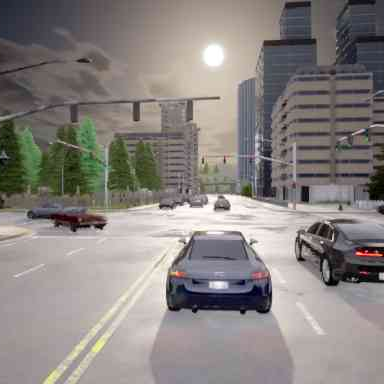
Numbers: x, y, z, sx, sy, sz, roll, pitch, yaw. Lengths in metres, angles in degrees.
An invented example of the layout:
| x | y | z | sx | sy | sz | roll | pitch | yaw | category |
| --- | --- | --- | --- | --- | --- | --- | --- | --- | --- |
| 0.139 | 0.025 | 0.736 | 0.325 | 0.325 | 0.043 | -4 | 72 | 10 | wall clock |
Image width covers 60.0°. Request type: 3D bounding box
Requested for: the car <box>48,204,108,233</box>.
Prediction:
| x | y | z | sx | sy | sz | roll | pitch | yaw | category |
| --- | --- | --- | --- | --- | --- | --- | --- | --- | --- |
| -6.861 | 1.601 | 20.114 | 1.895 | 1.301 | 4.718 | 0 | 0 | -40 | car |

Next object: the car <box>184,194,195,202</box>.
| x | y | z | sx | sy | sz | roll | pitch | yaw | category |
| --- | --- | --- | --- | --- | --- | --- | --- | --- | --- |
| -0.538 | 1.354 | 74.836 | 2.097 | 1.767 | 4.553 | 0 | 0 | 5 | car |

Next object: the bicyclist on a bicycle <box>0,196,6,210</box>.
| x | y | z | sx | sy | sz | roll | pitch | yaw | category |
| --- | --- | --- | --- | --- | --- | --- | --- | --- | --- |
| -22.317 | 1.300 | 38.934 | 0.582 | 1.620 | 1.656 | 0 | 0 | 5 | bicyclist on a bicycle |

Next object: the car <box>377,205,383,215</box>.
| x | y | z | sx | sy | sz | roll | pitch | yaw | category |
| --- | --- | --- | --- | --- | --- | --- | --- | --- | --- |
| 20.362 | 1.477 | 31.592 | 5.008 | 1.535 | 1.882 | 0 | 0 | 5 | car |

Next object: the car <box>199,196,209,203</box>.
| x | y | z | sx | sy | sz | roll | pitch | yaw | category |
| --- | --- | --- | --- | --- | --- | --- | --- | --- | --- |
| 2.424 | 1.504 | 68.383 | 1.837 | 1.490 | 4.892 | 0 | 0 | 5 | car |

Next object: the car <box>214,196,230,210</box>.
| x | y | z | sx | sy | sz | roll | pitch | yaw | category |
| --- | --- | --- | --- | --- | --- | --- | --- | --- | --- |
| 3.799 | 1.563 | 42.356 | 1.994 | 1.385 | 4.181 | 0 | 0 | 6 | car |

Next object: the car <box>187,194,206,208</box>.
| x | y | z | sx | sy | sz | roll | pitch | yaw | category |
| --- | --- | --- | --- | --- | --- | --- | --- | --- | --- |
| 0.704 | 1.504 | 48.922 | 1.837 | 1.490 | 4.892 | 0 | 0 | 5 | car |

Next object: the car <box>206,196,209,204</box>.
| x | y | z | sx | sy | sz | roll | pitch | yaw | category |
| --- | --- | --- | --- | --- | --- | --- | --- | --- | --- |
| 1.484 | 1.351 | 58.013 | 2.097 | 1.767 | 4.553 | 0 | 0 | 5 | car |

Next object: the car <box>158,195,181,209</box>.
| x | y | z | sx | sy | sz | roll | pitch | yaw | category |
| --- | --- | --- | --- | --- | --- | --- | --- | --- | --- |
| -3.163 | 1.547 | 44.708 | 2.033 | 1.411 | 5.357 | 0 | 0 | 5 | car |

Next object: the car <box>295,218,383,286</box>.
| x | y | z | sx | sy | sz | roll | pitch | yaw | category |
| --- | --- | --- | --- | --- | --- | --- | --- | --- | --- |
| 4.230 | 1.505 | 9.317 | 1.837 | 1.490 | 4.892 | 0 | 0 | 4 | car |

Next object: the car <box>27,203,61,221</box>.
| x | y | z | sx | sy | sz | roll | pitch | yaw | category |
| --- | --- | --- | --- | --- | --- | --- | --- | --- | --- |
| -11.062 | 1.564 | 26.979 | 4.181 | 1.385 | 1.994 | 0 | 0 | 5 | car |

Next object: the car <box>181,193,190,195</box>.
| x | y | z | sx | sy | sz | roll | pitch | yaw | category |
| --- | --- | --- | --- | --- | --- | --- | --- | --- | --- |
| -1.416 | 1.221 | 64.884 | 2.150 | 2.045 | 5.566 | 0 | 0 | 5 | car |

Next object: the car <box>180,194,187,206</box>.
| x | y | z | sx | sy | sz | roll | pitch | yaw | category |
| --- | --- | --- | --- | --- | --- | --- | --- | --- | --- |
| -2.315 | 1.547 | 54.747 | 2.033 | 1.411 | 5.357 | 0 | 0 | 5 | car |

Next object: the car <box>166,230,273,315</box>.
| x | y | z | sx | sy | sz | roll | pitch | yaw | category |
| --- | --- | --- | --- | --- | --- | --- | --- | --- | --- |
| 0.597 | 1.564 | 7.699 | 1.994 | 1.385 | 4.181 | 0 | 0 | 4 | car |
